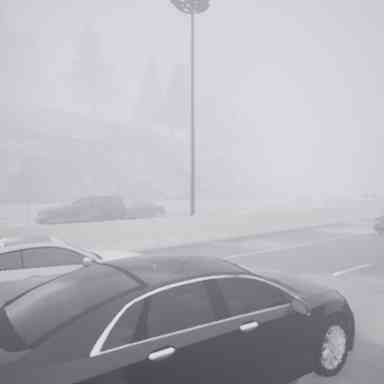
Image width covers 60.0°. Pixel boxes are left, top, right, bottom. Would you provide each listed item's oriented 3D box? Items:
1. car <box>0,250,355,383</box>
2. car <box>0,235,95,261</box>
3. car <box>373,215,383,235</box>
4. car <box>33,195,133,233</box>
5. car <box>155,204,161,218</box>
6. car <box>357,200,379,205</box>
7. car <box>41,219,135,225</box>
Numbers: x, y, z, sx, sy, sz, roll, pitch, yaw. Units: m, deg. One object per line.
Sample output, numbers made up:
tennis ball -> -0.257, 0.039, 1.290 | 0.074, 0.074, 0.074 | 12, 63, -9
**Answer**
car -> 0.002, 1.509, 3.889 | 4.892, 1.490, 1.837 | 0, 0, -36
car -> -2.790, 1.539, 6.168 | 4.674, 1.442, 1.812 | 0, 0, -36
car -> 11.495, 1.540, 17.704 | 5.357, 1.411, 2.033 | 0, 0, -42
car -> -6.749, 1.257, 20.935 | 5.566, 2.045, 2.150 | 0, 0, -38
car -> -4.490, 1.514, 27.289 | 5.008, 1.535, 1.882 | 0, 0, -40
car -> 25.827, 1.209, 48.635 | 2.150, 2.045, 5.566 | 0, 0, 39
car -> -5.150, 1.630, 17.751 | 4.718, 1.301, 1.895 | 0, 0, -38
